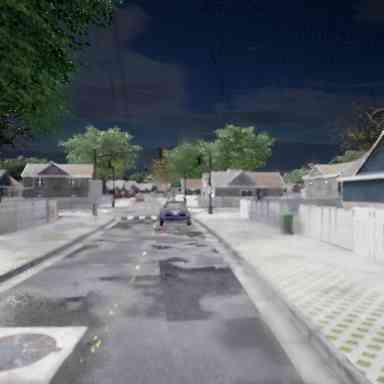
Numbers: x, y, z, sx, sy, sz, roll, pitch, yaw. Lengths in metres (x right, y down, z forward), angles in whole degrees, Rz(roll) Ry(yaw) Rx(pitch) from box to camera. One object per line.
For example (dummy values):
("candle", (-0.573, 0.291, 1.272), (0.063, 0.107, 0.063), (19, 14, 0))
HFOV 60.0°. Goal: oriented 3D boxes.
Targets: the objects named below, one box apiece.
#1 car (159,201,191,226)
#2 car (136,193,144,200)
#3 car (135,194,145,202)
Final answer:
("car", (-1.264, 1.400, 23.717), (2.097, 1.767, 4.553), (0, 0, -5))
("car", (-14.346, 1.226, 92.459), (2.097, 1.767, 4.553), (0, 0, -7))
("car", (-11.914, 1.673, 76.165), (1.994, 1.385, 4.181), (0, 0, -9))
